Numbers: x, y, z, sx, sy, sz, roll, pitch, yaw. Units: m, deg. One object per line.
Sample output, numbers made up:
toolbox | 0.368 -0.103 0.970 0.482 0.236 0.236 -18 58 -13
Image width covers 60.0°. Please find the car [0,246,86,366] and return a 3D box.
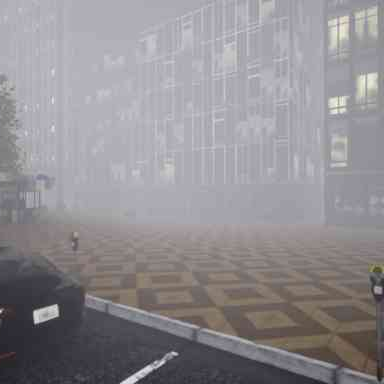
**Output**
car | -3.523 1.566 5.383 4.313 1.339 1.947 0 0 35
